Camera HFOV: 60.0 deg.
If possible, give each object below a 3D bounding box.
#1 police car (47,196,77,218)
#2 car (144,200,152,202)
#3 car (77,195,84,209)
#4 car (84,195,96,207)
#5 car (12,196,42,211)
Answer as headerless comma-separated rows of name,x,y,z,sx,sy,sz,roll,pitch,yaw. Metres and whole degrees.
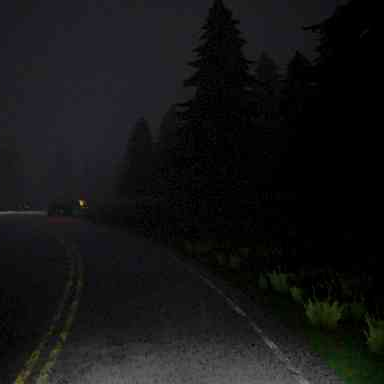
police car,-11.420,1.276,28.731,1.930,1.638,5.238,1,0,-25
car,-8.013,2.135,60.422,2.033,1.411,5.357,-4,-8,40
car,-13.897,1.256,37.473,1.837,1.490,4.892,0,1,-7
car,-14.035,1.158,43.193,1.801,1.575,5.366,-1,0,4
car,-17.650,1.260,35.802,1.837,1.490,4.892,-1,0,-8
